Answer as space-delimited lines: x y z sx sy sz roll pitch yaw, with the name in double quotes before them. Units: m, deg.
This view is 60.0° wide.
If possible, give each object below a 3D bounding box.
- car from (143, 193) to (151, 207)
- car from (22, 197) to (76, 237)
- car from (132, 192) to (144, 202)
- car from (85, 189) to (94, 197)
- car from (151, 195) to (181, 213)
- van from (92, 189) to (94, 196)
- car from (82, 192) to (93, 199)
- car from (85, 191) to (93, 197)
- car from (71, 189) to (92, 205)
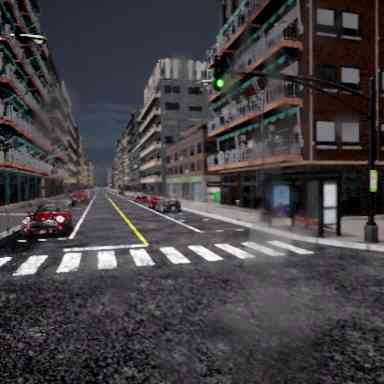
"car" -3.657 0.998 35.309 1.887 1.381 4.507 -1 1 -16
"car" -7.204 1.244 16.774 1.967 1.590 4.097 -1 1 -16
"car" -8.189 0.680 51.605 1.967 1.590 4.097 -1 1 -16
"car" -26.836 0.191 87.392 2.192 1.841 5.009 -1 1 -16
"car" -2.147 1.075 29.877 2.008 1.369 4.403 -1 1 -16
"van" -20.795 0.505 65.664 1.690 1.788 3.998 -1 1 -16
"car" -22.302 0.642 71.099 2.008 1.369 4.403 -1 1 -16
"car" -25.277 0.476 81.800 1.752 1.417 4.829 -1 1 -16
"car" -14.756 0.764 43.933 2.192 1.841 5.009 -1 1 -16
